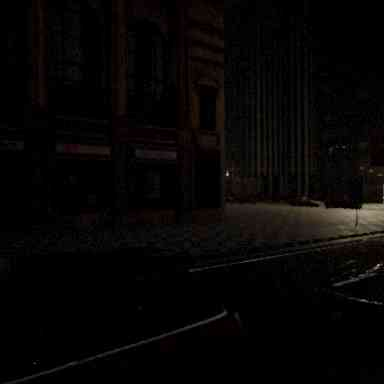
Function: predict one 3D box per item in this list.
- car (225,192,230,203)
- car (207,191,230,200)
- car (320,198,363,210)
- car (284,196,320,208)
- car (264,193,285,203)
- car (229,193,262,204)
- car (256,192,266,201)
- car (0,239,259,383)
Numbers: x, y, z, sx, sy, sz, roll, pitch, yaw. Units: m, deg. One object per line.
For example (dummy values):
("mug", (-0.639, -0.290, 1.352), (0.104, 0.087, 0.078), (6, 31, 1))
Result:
("car", (5.479, 1.017, 59.103), (2.192, 1.841, 5.009), (0, 1, -36))
("car", (5.804, 0.818, 73.211), (2.192, 1.841, 5.009), (0, 1, -36))
("car", (18.654, 1.439, 40.867), (1.887, 1.381, 4.507), (0, 1, -36))
("car", (15.459, 1.375, 45.288), (1.752, 1.417, 4.829), (0, 1, -36))
("car", (15.684, 1.225, 59.536), (1.947, 1.339, 4.313), (0, 1, -36))
("car", (8.772, 1.297, 54.545), (1.887, 1.381, 4.507), (0, 1, -36))
("car", (12.391, 0.924, 64.093), (2.192, 1.841, 5.009), (0, 1, -36))
("car", (-1.659, 1.352, 2.501), (4.553, 1.767, 2.097), (0, 0, -36))
